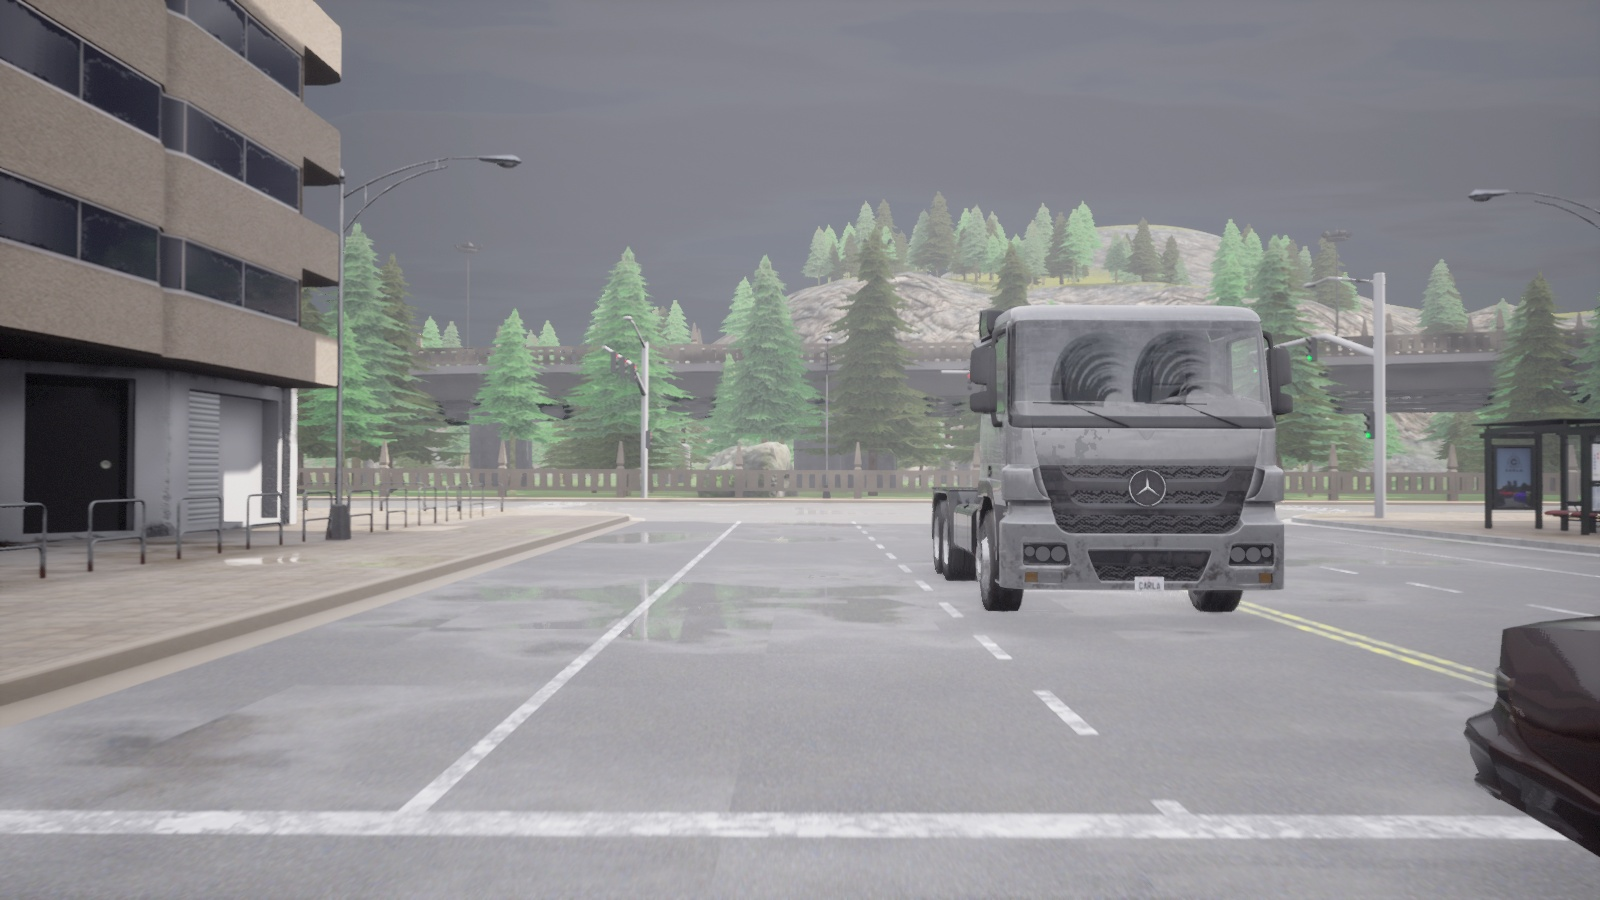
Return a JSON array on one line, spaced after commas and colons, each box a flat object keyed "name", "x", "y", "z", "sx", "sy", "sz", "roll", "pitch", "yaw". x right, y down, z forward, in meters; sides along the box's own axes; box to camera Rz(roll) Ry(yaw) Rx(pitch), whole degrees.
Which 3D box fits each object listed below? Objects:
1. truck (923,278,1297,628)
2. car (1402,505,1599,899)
[{"name": "truck", "x": 3.456, "y": 0.095, "z": 16.430, "sx": 2.891, "sy": 3.462, "sz": 7.936, "roll": 0, "pitch": -1, "yaw": 0}, {"name": "car", "x": 3.884, "y": 0.892, "z": 2.673, "sx": 2.033, "sy": 1.411, "sz": 5.357, "roll": 0, "pitch": -1, "yaw": -8}]
